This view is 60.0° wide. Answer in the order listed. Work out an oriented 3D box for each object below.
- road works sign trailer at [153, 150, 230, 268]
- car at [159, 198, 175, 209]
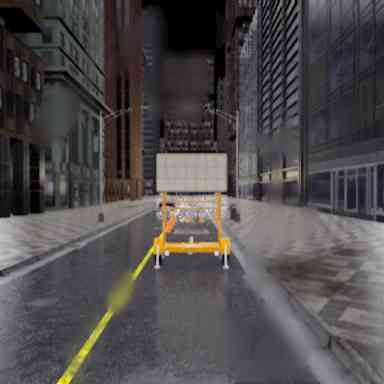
[{"bbox_3d":[-0.007,0.421,11.064,2.380,3.560,2.880,0,0,0],"label":"road works sign trailer"},{"bbox_3d":[-3.146,1.440,42.331,1.895,1.301,4.718,0,0,0],"label":"car"}]
